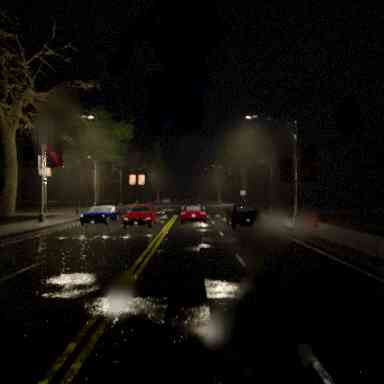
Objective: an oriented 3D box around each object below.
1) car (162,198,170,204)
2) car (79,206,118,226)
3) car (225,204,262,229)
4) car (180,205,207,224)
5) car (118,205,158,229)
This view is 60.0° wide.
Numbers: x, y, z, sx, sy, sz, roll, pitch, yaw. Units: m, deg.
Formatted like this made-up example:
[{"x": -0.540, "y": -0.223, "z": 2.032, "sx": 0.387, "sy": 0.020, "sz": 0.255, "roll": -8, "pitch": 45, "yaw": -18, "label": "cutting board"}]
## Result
[{"x": -6.508, "y": 2.166, "z": 84.155, "sx": 1.812, "sy": 1.442, "sz": 4.674, "roll": 0, "pitch": -1, "yaw": 0, "label": "car"}, {"x": -6.556, "y": 1.685, "z": 24.149, "sx": 1.895, "sy": 1.301, "sz": 4.718, "roll": 0, "pitch": 0, "yaw": 0, "label": "car"}, {"x": 3.348, "y": 1.551, "z": 22.235, "sx": 1.882, "sy": 1.535, "sz": 5.008, "roll": 0, "pitch": 0, "yaw": 0, "label": "car"}, {"x": 0.100, "y": 1.660, "z": 25.674, "sx": 1.994, "sy": 1.385, "sz": 4.181, "roll": 0, "pitch": 0, "yaw": 0, "label": "car"}, {"x": -3.321, "y": 1.597, "z": 22.150, "sx": 1.812, "sy": 1.442, "sz": 4.674, "roll": 0, "pitch": -1, "yaw": 0, "label": "car"}]
